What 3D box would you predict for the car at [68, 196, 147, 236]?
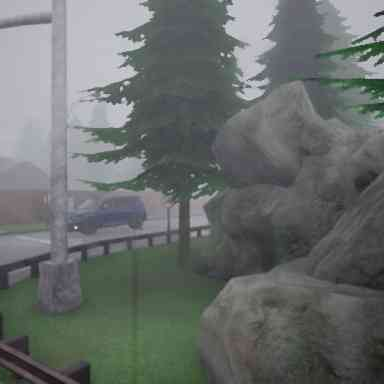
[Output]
[{"bbox_3d":[-5.002,1.260,19.011,2.150,2.045,5.566,0,1,36],"label":"car"}]
